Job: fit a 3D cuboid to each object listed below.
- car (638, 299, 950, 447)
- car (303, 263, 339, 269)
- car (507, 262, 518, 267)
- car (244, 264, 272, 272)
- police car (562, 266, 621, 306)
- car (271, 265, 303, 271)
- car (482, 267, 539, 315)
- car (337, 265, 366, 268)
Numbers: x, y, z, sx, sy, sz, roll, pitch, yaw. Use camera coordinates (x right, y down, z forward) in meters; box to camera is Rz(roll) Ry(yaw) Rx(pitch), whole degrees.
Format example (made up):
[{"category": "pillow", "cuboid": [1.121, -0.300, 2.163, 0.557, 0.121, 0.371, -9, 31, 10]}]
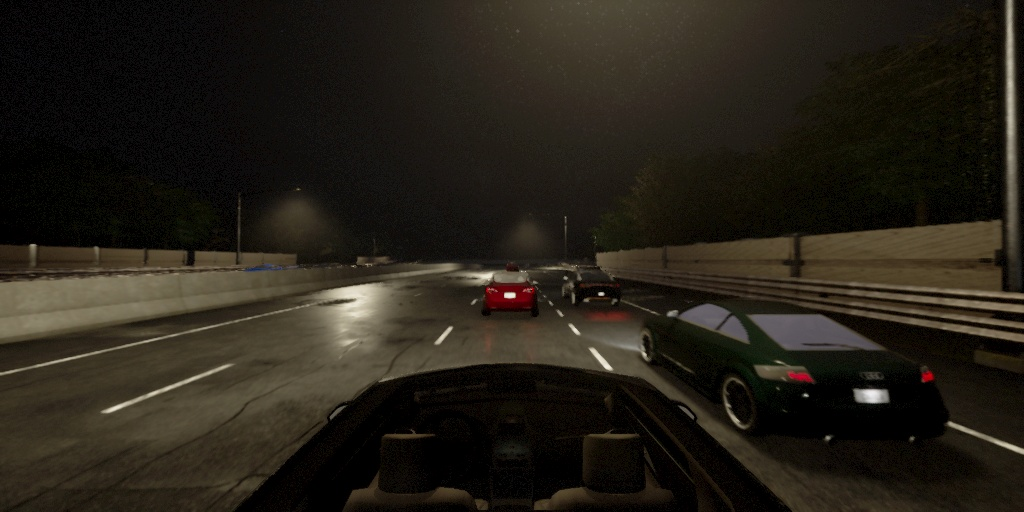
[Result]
[{"category": "car", "cuboid": [3.499, 1.339, 5.494, 1.994, 1.385, 4.181, 0, 0, 0]}, {"category": "car", "cuboid": [-21.010, 1.559, 40.670, 2.097, 1.767, 4.553, 0, -1, 0]}, {"category": "car", "cuboid": [0.085, 1.915, 56.811, 1.882, 1.535, 5.008, 0, -1, 0]}, {"category": "car", "cuboid": [-28.009, 1.697, 40.710, 1.882, 1.535, 5.008, 0, -1, 0]}, {"category": "police car", "cuboid": [3.497, 1.305, 16.618, 1.930, 1.638, 5.238, 0, -1, 0]}, {"category": "car", "cuboid": [-24.513, 1.772, 40.479, 1.994, 1.385, 4.181, 0, -1, 0]}, {"category": "car", "cuboid": [-0.052, 1.353, 14.034, 2.163, 1.488, 4.792, 0, -1, 0]}, {"category": "car", "cuboid": [-17.510, 1.808, 40.617, 1.895, 1.301, 4.718, 0, -1, 0]}]
